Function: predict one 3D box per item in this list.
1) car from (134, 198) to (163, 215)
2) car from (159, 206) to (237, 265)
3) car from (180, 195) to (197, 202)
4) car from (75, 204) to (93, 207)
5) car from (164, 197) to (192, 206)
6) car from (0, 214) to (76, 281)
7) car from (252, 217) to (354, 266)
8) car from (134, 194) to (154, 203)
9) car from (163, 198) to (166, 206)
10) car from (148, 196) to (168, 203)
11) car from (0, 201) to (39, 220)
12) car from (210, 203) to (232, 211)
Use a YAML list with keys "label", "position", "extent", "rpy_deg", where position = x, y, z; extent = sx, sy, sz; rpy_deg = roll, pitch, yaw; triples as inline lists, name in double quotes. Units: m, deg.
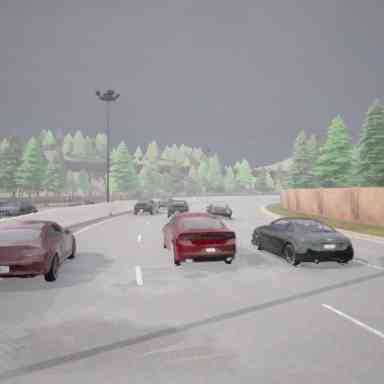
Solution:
- label: "car"
  position: [-4.571, 1.505, 33.863]
  extent: [1.837, 1.490, 4.892]
  rpy_deg: [0, 0, 5]
- label: "car"
  position: [0.073, 1.477, 11.813]
  extent: [1.882, 1.535, 5.008]
  rpy_deg: [0, 0, -10]
- label: "car"
  position: [-0.748, 1.350, 73.759]
  extent: [1.837, 1.490, 4.892]
  rpy_deg: [0, 0, 27]
- label: "car"
  position: [-11.651, 1.547, 34.794]
  extent: [2.033, 1.411, 5.357]
  rpy_deg: [0, 0, 4]
- label: "car"
  position: [-1.135, 1.504, 30.776]
  extent: [1.837, 1.490, 4.892]
  rpy_deg: [0, 0, 2]
- label: "car"
  position: [-4.570, 1.526, 9.525]
  extent: [1.812, 1.442, 4.674]
  rpy_deg: [0, 0, -10]
- label: "car"
  position: [3.647, 1.564, 11.683]
  extent: [1.994, 1.385, 4.181]
  rpy_deg: [0, 0, -11]
- label: "car"
  position: [-10.097, 1.355, 70.247]
  extent: [2.097, 1.767, 4.553]
  rpy_deg: [0, 0, 21]
- label: "car"
  position: [-3.331, 1.547, 44.227]
  extent: [2.033, 1.411, 5.357]
  rpy_deg: [0, 0, 12]
- label: "car"
  position: [-6.970, 1.520, 68.630]
  extent: [2.128, 1.511, 4.902]
  rpy_deg: [0, 0, 21]
- label: "car"
  position: [-15.334, 1.564, 29.032]
  extent: [1.994, 1.385, 4.181]
  rpy_deg: [0, 0, 2]
- label: "car"
  position: [2.263, 1.600, 28.404]
  extent: [1.895, 1.301, 4.718]
  rpy_deg: [0, 0, 0]
